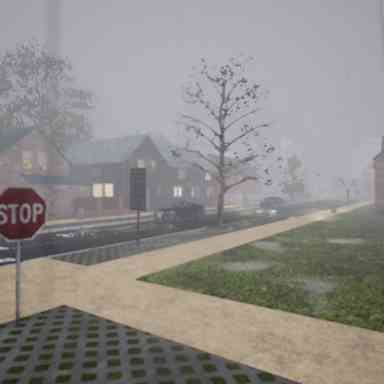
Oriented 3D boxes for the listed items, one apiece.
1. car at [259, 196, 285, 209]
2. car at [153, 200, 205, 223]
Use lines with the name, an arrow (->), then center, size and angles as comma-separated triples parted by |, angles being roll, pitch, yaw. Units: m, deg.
car -> 9.963, 1.261, 41.122 | 1.882, 1.535, 5.008 | 1, 0, 34
car -> -0.873, 1.376, 24.934 | 2.128, 1.511, 4.902 | 1, 1, 34
